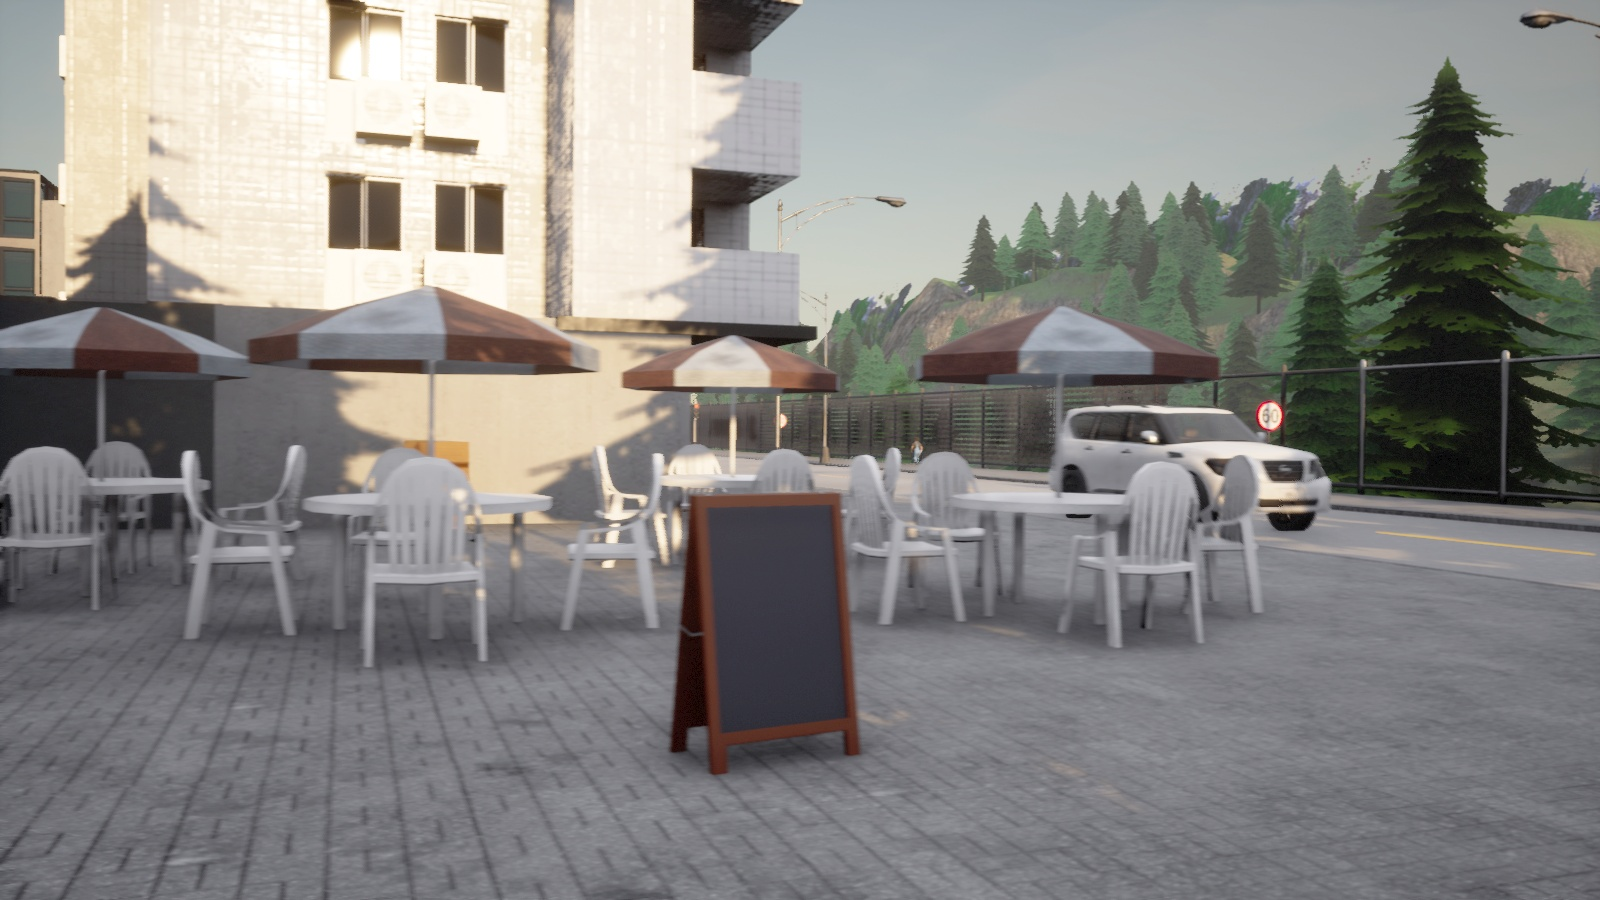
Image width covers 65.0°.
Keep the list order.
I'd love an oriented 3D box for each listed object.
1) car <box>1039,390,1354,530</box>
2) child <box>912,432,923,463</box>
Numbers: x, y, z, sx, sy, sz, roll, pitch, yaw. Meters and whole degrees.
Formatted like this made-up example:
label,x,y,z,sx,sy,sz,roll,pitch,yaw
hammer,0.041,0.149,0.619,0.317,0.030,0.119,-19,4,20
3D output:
label,x,y,z,sx,sy,sz,roll,pitch,yaw
car,6.442,0.103,21.289,2.150,2.045,5.566,-1,1,-20
child,4.871,-0.105,51.962,0.270,1.263,0.437,-1,1,-22
